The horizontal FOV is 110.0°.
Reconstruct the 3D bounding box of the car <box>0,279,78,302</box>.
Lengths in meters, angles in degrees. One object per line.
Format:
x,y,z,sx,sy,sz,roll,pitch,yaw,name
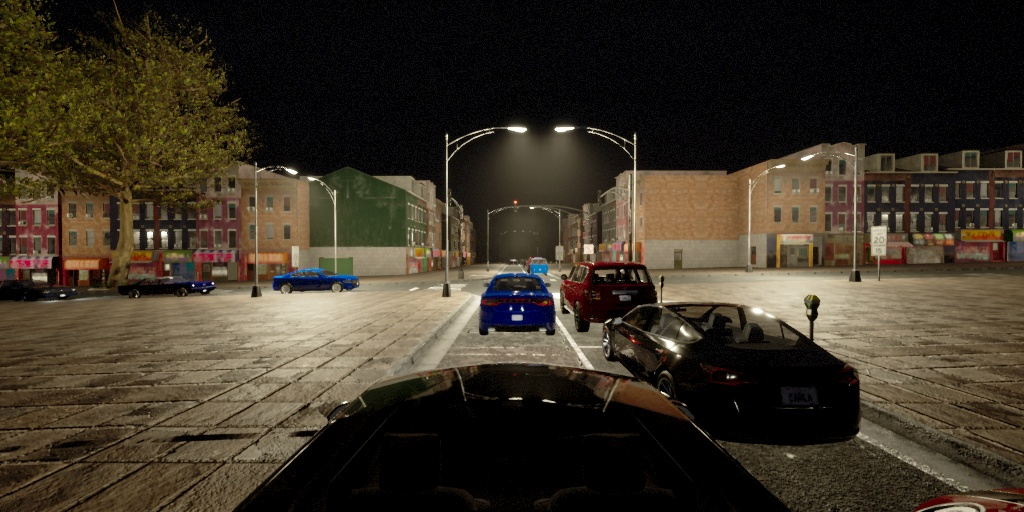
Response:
-30.965,2.180,22.613,5.357,1.411,2.033,-2,1,1,car

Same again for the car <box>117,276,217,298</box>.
-21.565,1.940,22.579,4.718,1.301,1.895,-2,1,0,car

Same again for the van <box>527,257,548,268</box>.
2.772,1.105,37.119,1.690,1.789,3.998,0,0,0,van

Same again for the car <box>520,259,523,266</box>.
2.877,1.358,64.150,2.007,1.370,4.403,0,0,0,car

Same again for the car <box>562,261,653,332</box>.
2.669,1.064,10.758,2.192,1.841,5.009,0,0,0,car

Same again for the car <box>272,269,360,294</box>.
-12.234,1.542,22.547,5.008,1.535,1.882,-2,1,-1,car

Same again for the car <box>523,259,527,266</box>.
2.793,1.085,42.524,2.192,1.841,5.009,0,0,0,car

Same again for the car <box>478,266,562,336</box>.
0.147,1.227,10.482,1.882,1.535,5.008,0,0,1,car

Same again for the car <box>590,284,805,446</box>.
2.648,1.315,5.356,1.948,1.339,4.313,0,0,0,car
